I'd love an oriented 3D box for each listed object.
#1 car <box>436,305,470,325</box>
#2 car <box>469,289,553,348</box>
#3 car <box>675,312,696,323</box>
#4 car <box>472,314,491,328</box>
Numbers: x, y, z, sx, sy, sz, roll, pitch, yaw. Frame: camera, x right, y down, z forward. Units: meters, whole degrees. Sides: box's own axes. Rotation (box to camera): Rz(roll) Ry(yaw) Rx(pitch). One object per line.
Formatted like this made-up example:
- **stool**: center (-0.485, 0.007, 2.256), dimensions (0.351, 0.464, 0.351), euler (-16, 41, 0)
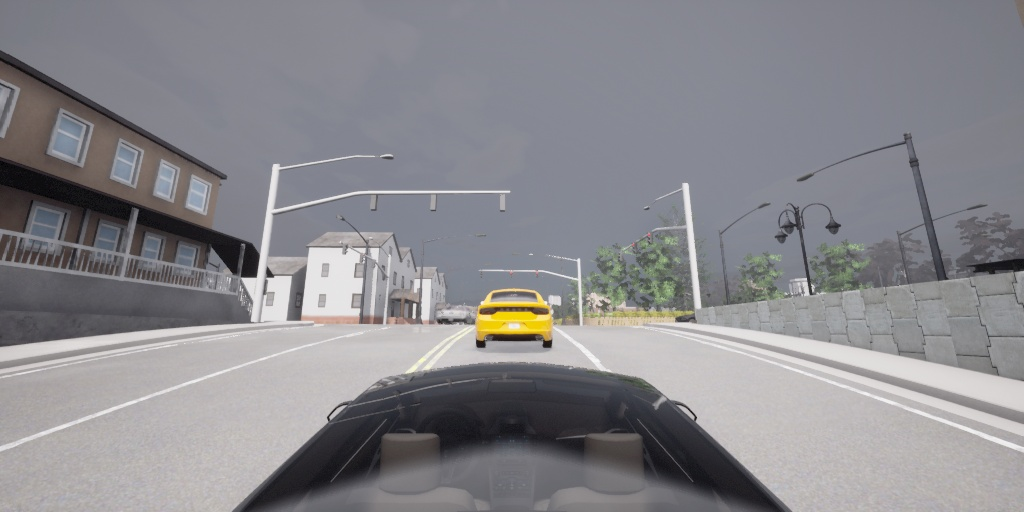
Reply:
- **car**: center (-3.628, 3.899, 23.478), dimensions (1.895, 1.301, 4.718), euler (0, -12, 0)
- **car**: center (0.058, 1.722, 10.531), dimensions (1.882, 1.535, 5.008), euler (0, -7, 0)
- **car**: center (16.451, 5.257, 30.399), dimensions (5.008, 1.535, 1.882), euler (0, -12, 1)
- **car**: center (-3.654, 7.930, 43.420), dimensions (1.882, 1.535, 5.008), euler (0, -12, 0)
